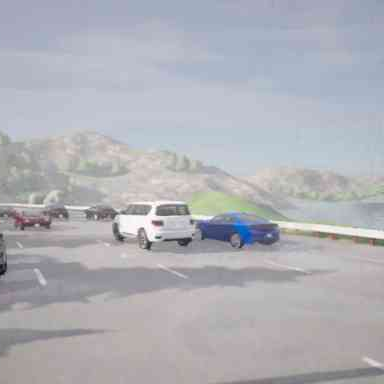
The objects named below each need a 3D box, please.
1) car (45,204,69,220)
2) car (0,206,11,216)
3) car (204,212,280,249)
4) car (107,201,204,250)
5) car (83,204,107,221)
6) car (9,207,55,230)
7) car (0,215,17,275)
[{"bbox_3d":[-13.512,1.961,32.401,1.837,1.490,4.892,1,-1,-38],"label":"car"},{"bbox_3d":[-19.787,2.089,34.633,1.895,1.301,4.718,1,-1,-39],"label":"car"},{"bbox_3d":[1.946,1.704,16.018,1.882,1.535,5.008,1,-1,-31],"label":"car"},{"bbox_3d":[-1.988,1.445,15.792,2.150,2.045,5.566,1,-1,-32],"label":"car"},{"bbox_3d":[-8.965,1.958,32.196,1.837,1.490,4.892,1,-1,-37],"label":"car"},{"bbox_3d":[-11.513,1.937,23.803,1.895,1.301,4.718,1,-1,-35],"label":"car"},{"bbox_3d":[-6.894,1.696,10.412,2.033,1.411,5.357,0,-1,-31],"label":"car"}]
